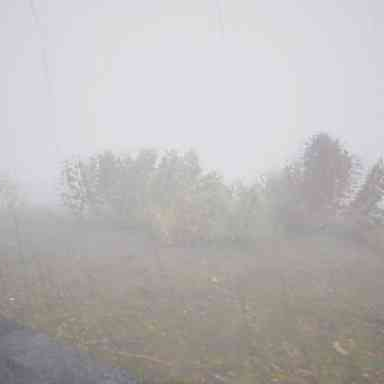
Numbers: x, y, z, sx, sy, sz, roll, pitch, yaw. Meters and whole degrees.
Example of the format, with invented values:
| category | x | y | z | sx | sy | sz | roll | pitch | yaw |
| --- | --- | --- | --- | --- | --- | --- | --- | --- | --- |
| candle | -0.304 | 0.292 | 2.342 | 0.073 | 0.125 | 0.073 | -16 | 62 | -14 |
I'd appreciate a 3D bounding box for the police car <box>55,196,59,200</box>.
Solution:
| category | x | y | z | sx | sy | sz | roll | pitch | yaw |
| --- | --- | --- | --- | --- | --- | --- | --- | --- | --- |
| police car | -27.179 | 0.999 | 72.275 | 1.930 | 1.638 | 5.238 | 0 | 0 | 35 |
